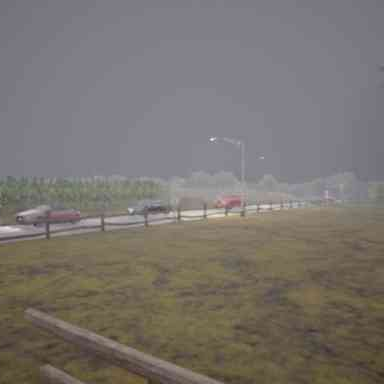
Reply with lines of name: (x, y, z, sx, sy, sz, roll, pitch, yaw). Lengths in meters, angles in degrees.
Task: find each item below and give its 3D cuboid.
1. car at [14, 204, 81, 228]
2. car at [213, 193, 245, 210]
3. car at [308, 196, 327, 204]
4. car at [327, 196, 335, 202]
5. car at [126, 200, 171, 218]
car: (-9.721, 1.552, 22.618, 1.994, 1.385, 4.181, 2, 1, 36)
car: (4.853, 1.188, 43.034, 2.150, 2.045, 5.566, 2, 1, 36)
car: (24.326, 1.600, 65.428, 2.128, 1.511, 4.902, 2, 1, 35)
car: (30.327, 1.631, 73.961, 1.882, 1.535, 5.008, 2, 1, 35)
car: (-3.933, 1.468, 30.729, 2.128, 1.511, 4.902, 2, 1, 35)
